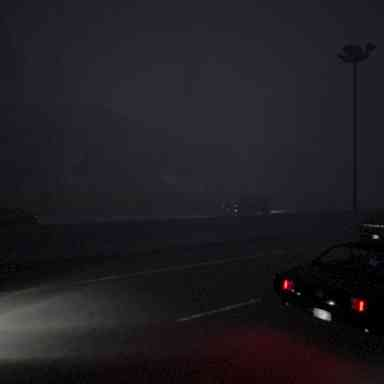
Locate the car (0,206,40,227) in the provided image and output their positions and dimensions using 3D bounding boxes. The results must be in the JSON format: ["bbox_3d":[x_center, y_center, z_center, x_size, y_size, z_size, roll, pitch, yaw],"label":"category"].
[{"bbox_3d":[-10.825,1.514,17.766,4.892,1.490,1.837,1,-1,-36],"label":"car"}]

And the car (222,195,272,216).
[{"bbox_3d":[5.683,1.370,33.849,5.566,2.045,2.150,1,0,-35],"label":"car"}]

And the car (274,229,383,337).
[{"bbox_3d":[3.855,1.642,6.498,4.718,1.301,1.895,0,0,-36],"label":"car"}]

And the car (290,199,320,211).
[{"bbox_3d":[15.254,1.724,44.957,4.902,1.511,2.128,0,0,-35],"label":"car"}]

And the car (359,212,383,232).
[{"bbox_3d":[9.310,1.589,14.691,4.902,1.511,2.128,0,0,-36],"label":"car"}]
